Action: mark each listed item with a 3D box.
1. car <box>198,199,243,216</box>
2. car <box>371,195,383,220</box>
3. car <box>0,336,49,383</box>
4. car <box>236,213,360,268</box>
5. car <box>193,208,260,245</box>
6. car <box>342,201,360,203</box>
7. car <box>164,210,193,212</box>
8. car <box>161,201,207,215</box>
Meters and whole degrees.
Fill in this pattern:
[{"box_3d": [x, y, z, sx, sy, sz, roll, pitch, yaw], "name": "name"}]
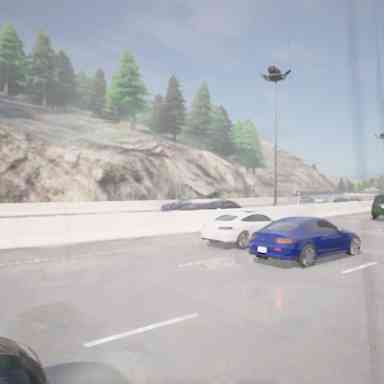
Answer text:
[{"box_3d": [2.954, 1.553, 33.861, 4.892, 1.490, 1.837, 0, 0, -44], "name": "car"}, {"box_3d": [16.537, 1.238, 27.247, 5.566, 2.045, 2.150, 0, 0, -45], "name": "car"}, {"box_3d": [-3.249, 1.513, 1.539, 4.892, 1.490, 1.837, 0, 0, -35], "name": "car"}, {"box_3d": [3.883, 1.538, 11.277, 4.674, 1.442, 1.812, 0, 0, -38], "name": "car"}, {"box_3d": [2.505, 1.545, 14.648, 4.674, 1.442, 1.812, 0, 0, -39], "name": "car"}, {"box_3d": [27.621, 1.538, 56.517, 2.128, 1.511, 4.902, 0, 0, 37], "name": "car"}, {"box_3d": [0.494, 1.589, 26.891, 5.357, 1.411, 2.033, 0, 0, -41], "name": "car"}, {"box_3d": [-0.780, 1.657, 35.149, 4.718, 1.301, 1.895, 0, 0, -43], "name": "car"}]
